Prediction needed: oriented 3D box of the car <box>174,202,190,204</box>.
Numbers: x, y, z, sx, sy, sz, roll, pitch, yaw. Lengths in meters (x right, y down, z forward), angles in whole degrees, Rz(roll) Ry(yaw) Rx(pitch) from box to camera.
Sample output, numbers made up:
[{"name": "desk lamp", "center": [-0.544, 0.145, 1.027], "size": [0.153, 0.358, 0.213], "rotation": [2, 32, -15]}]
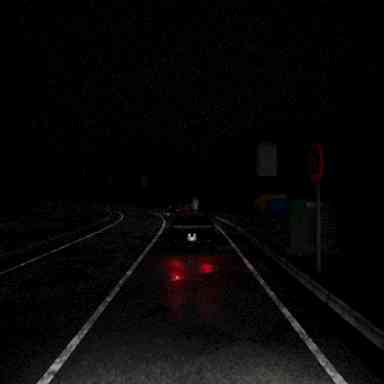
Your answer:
[{"name": "car", "center": [-0.920, 1.577, 29.872], "size": [2.033, 1.411, 5.357], "rotation": [0, 0, -10]}]

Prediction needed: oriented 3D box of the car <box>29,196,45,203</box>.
[{"name": "car", "center": [-28.797, 1.375, 60.493], "size": [4.181, 1.385, 1.994], "rotation": [1, -1, 23]}]

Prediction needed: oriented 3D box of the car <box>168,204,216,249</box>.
[{"name": "car", "center": [0.000, 1.498, 14.625], "size": [2.128, 1.511, 4.902], "rotation": [0, 0, 0]}]
